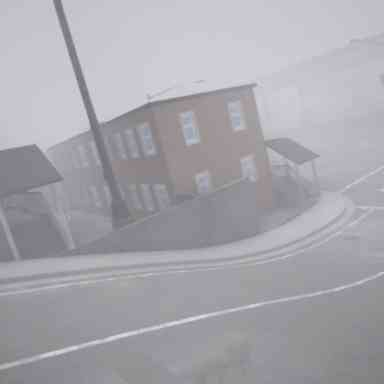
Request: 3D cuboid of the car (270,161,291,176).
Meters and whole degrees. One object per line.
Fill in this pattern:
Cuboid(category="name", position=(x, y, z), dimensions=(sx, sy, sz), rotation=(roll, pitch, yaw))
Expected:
Cuboid(category="car", position=(7.105, -2.128, 31.717), dimensions=(2.128, 1.511, 4.902), rotation=(-21, 13, -32))
